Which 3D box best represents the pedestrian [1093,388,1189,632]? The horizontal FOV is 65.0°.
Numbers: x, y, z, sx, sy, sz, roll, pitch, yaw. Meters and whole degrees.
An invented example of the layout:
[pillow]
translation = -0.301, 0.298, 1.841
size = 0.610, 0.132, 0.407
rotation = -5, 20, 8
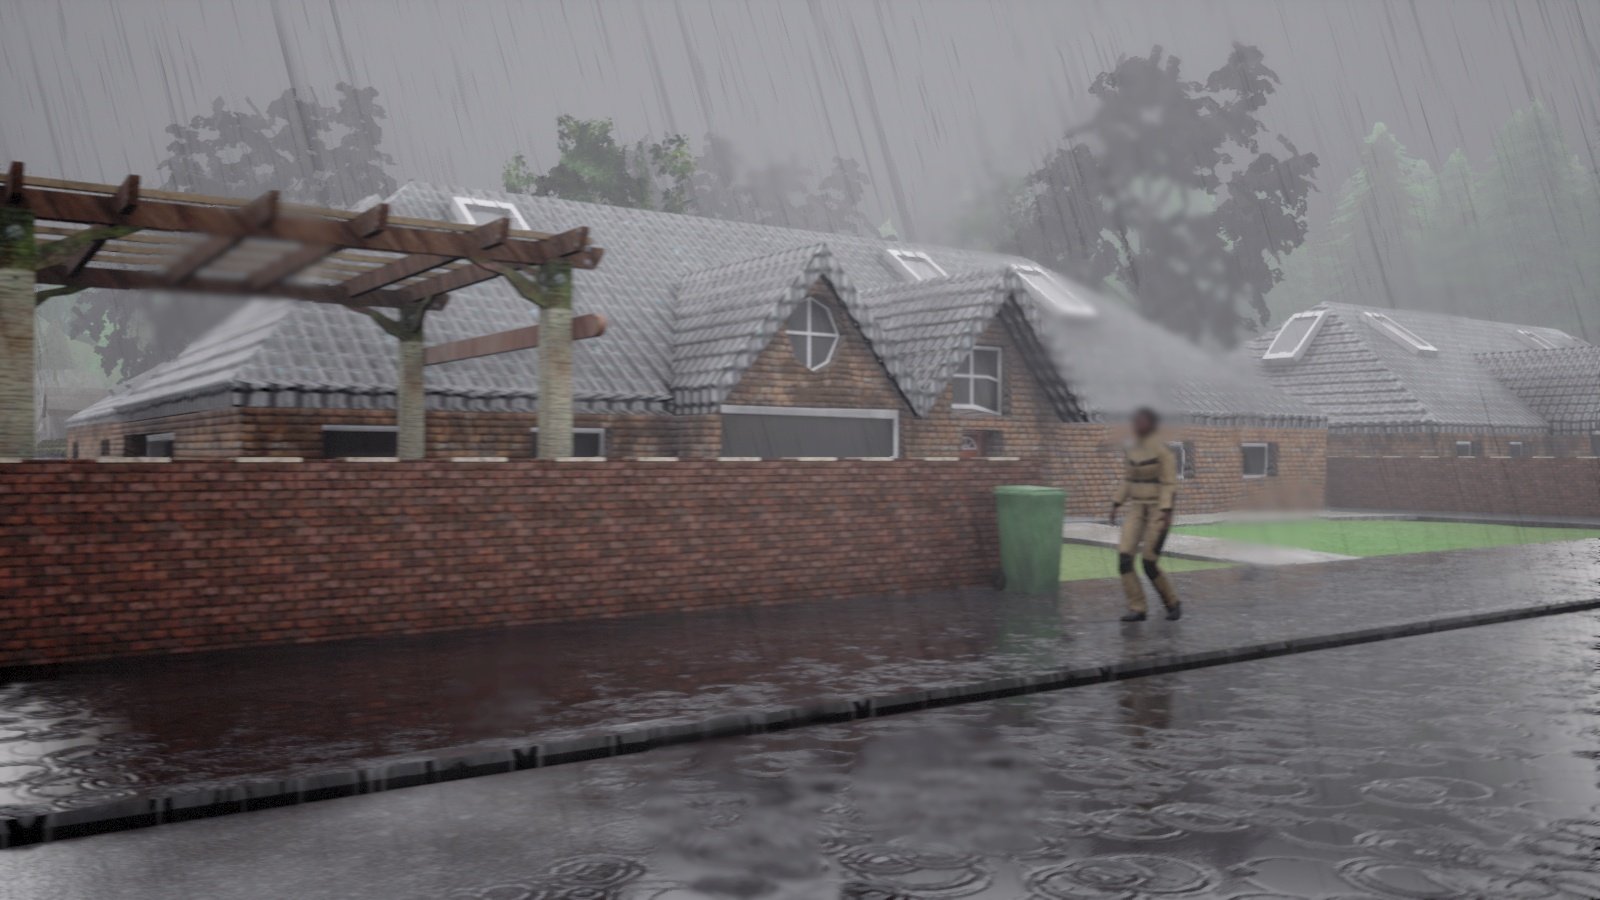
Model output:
[pedestrian]
translation = 2.796, 0.474, 10.288
size = 0.692, 1.930, 0.396
rotation = 0, 0, -34
